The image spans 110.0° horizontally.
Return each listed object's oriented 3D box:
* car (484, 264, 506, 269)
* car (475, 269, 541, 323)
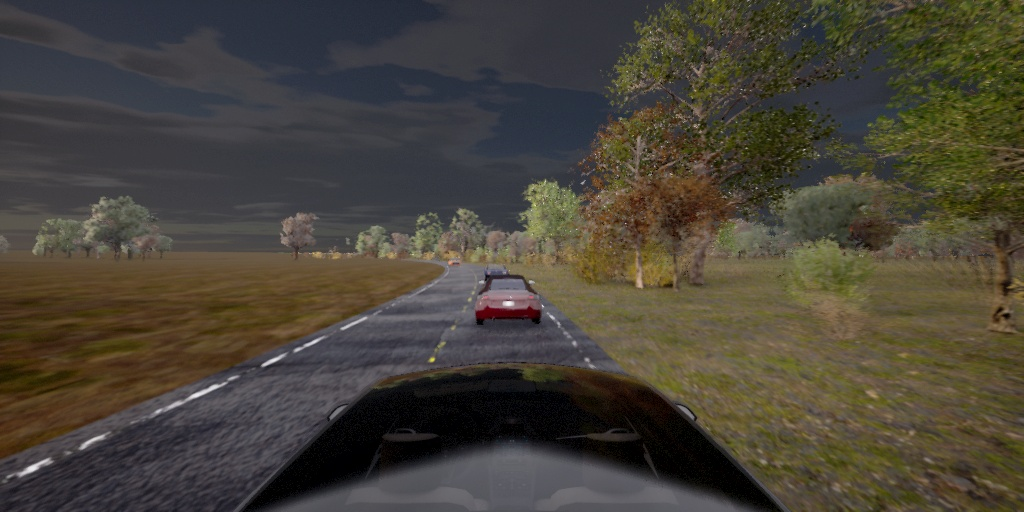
[{"bbox_3d":[-1.390,1.325,29.803,1.895,1.301,4.718,0,0,-6],"label":"car"},{"bbox_3d":[-0.171,1.306,12.052,1.994,1.385,4.181,0,0,-2],"label":"car"}]
